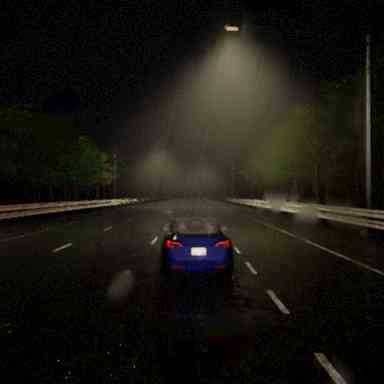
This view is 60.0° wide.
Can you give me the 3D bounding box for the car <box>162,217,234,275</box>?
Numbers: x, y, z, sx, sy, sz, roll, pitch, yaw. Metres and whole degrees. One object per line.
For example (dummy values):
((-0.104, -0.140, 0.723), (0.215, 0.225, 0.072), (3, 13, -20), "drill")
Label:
((0.119, 1.505, 10.488), (2.163, 1.488, 4.792), (0, 0, -1), "car")
